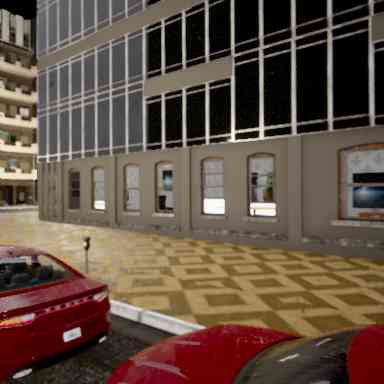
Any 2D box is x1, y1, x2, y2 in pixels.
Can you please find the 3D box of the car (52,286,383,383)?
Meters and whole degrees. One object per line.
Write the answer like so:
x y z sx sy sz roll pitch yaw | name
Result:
1.365 1.545 1.912 4.507 1.381 1.887 0 0 35 | car

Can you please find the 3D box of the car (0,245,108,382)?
-3.208 1.510 5.173 4.507 1.381 1.887 0 0 35 | car
